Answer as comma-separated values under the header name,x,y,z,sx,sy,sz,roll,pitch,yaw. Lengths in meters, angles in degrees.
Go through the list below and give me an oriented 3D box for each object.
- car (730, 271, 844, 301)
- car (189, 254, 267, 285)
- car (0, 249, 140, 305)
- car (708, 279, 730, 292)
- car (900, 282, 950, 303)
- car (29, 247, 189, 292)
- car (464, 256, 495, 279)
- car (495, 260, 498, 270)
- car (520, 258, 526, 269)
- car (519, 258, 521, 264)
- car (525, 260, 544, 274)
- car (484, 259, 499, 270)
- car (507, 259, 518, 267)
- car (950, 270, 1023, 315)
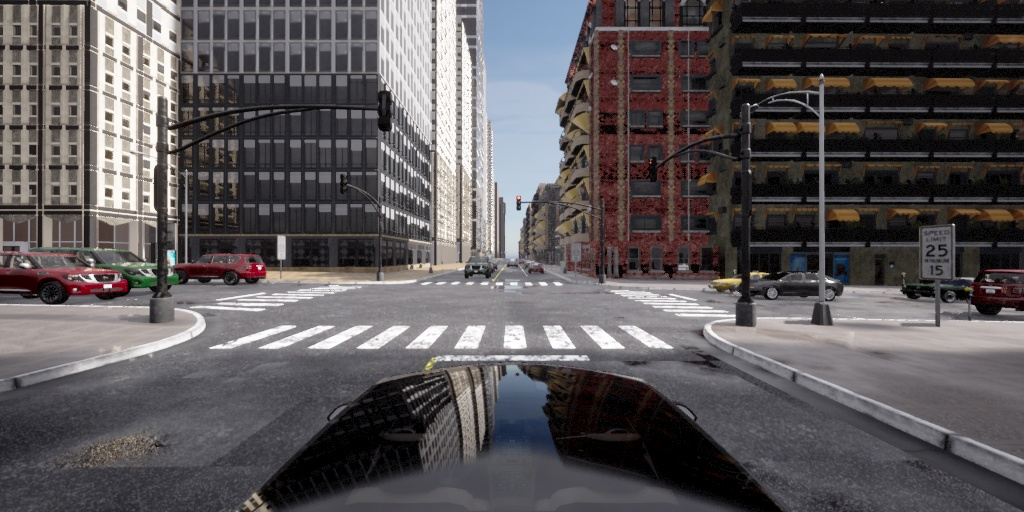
name,x,y,z,sx,sy,sz,roll,pitch,yaw
car,14.921,1.565,19.342,4.892,1.490,1.837,1,0,2
car,-17.701,0.780,21.692,5.009,1.841,2.192,0,0,0
car,-17.570,0.759,13.312,5.009,1.841,2.192,0,0,0
car,14.639,1.591,21.960,4.829,1.417,1.751,0,0,0
car,24.212,1.830,19.449,4.718,1.301,1.895,1,0,-1
car,-18.244,0.661,15.901,5.566,2.045,2.150,1,0,-1
car,-3.085,0.984,33.466,2.150,2.045,5.566,0,0,0
car,-3.075,1.294,43.640,1.812,1.442,4.674,0,0,0
car,2.714,1.328,54.580,2.007,1.370,4.403,0,0,0
car,2.717,1.332,60.228,2.007,1.370,4.403,0,0,0
car,2.758,1.349,41.662,1.802,1.307,4.207,0,0,0
car,-3.065,1.254,53.913,1.882,1.535,5.008,0,0,0
car,0.123,1.350,65.063,1.994,1.385,4.181,0,0,0
car,20.604,1.463,13.661,5.009,1.841,2.192,0,0,0
